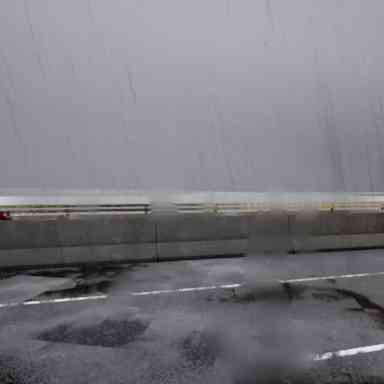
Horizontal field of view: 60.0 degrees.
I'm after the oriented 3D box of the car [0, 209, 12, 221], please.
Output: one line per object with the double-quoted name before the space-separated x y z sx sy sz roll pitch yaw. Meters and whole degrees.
"car" -13.570 1.512 20.225 4.674 1.442 1.812 0 0 -16
